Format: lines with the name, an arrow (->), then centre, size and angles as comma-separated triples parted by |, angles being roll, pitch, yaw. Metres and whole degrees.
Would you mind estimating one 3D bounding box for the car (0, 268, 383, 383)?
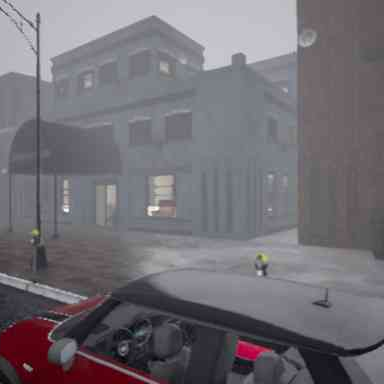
car -> -0.155, 1.456, 2.983 | 4.097, 1.590, 1.967 | -1, 0, 35
